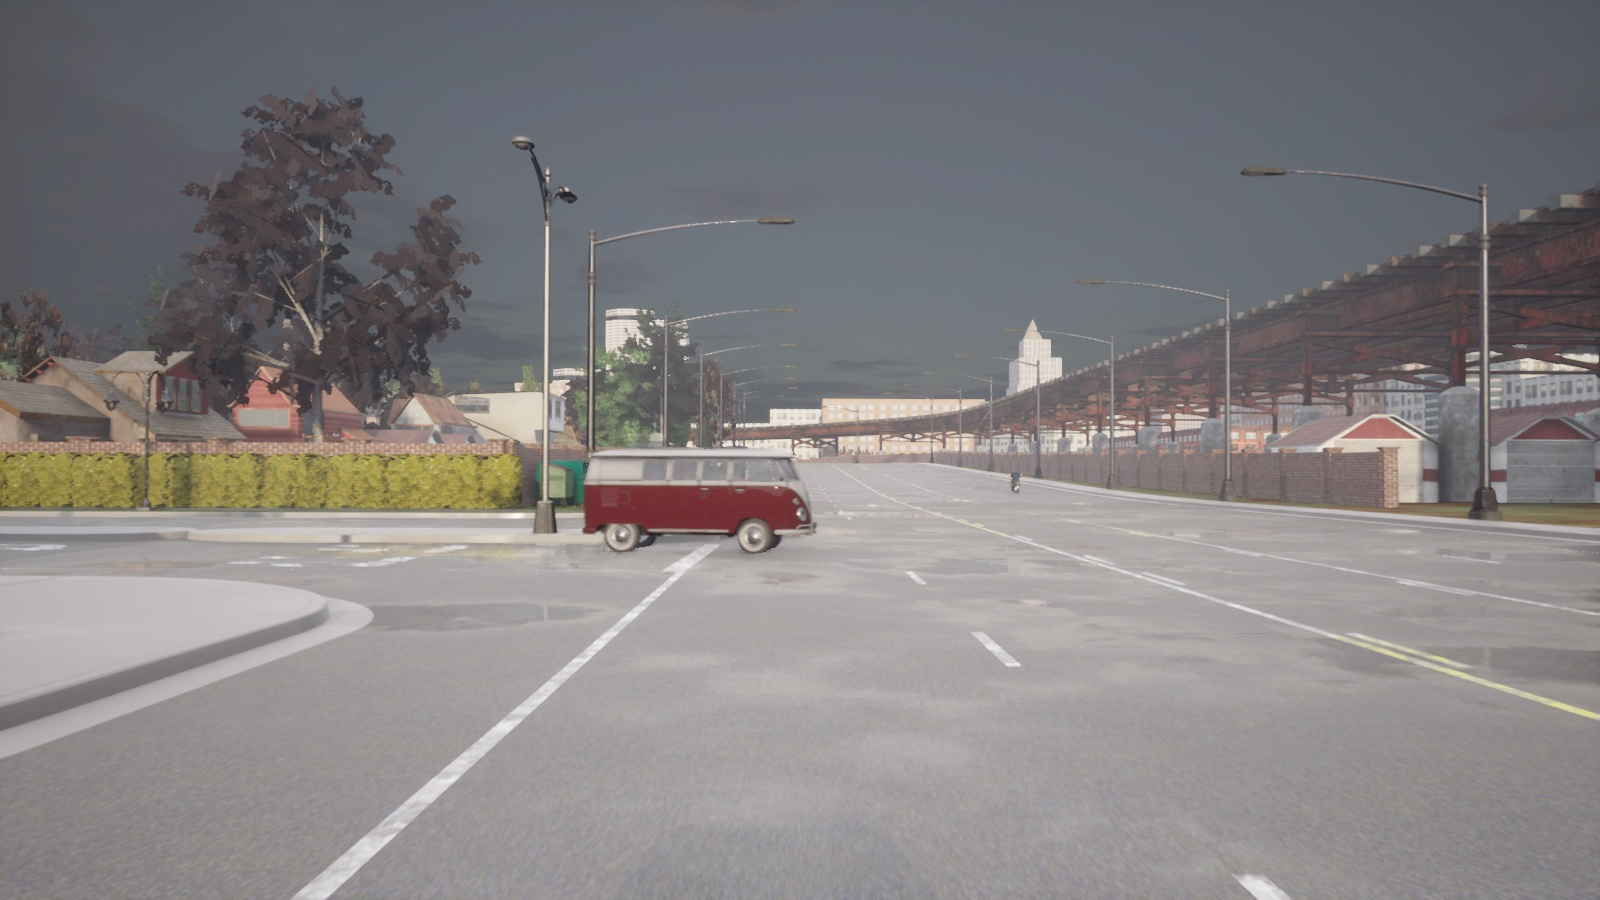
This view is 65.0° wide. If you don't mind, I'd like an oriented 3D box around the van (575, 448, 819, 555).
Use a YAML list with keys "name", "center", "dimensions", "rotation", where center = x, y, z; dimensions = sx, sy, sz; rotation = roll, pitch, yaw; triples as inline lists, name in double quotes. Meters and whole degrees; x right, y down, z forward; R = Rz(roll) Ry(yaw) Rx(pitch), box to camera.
- name: "van"
  center: [-1.946, 0.983, 24.414]
  dimensions: [4.442, 1.987, 1.775]
  rotation: [0, -1, 7]
